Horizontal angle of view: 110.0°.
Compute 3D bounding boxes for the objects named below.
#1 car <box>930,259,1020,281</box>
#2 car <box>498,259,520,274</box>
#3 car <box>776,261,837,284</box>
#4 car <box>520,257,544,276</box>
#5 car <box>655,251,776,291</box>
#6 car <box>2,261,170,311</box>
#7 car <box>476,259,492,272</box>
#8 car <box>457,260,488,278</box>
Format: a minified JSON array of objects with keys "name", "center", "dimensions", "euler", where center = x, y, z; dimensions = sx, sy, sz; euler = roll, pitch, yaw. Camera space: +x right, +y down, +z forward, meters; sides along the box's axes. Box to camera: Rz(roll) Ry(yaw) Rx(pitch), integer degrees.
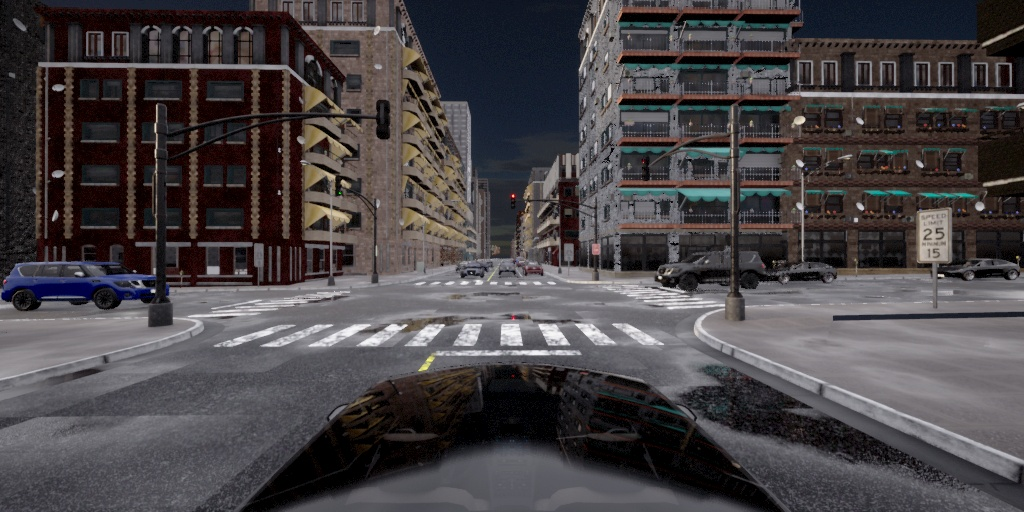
[{"name":"car","center":[29.262,0.832,22.681],"dimensions":[4.313,1.339,1.948],"euler":[0,0,-1]},{"name":"car","center":[-0.531,1.305,40.356],"dimensions":[2.033,1.411,5.357],"euler":[0,0,-1]},{"name":"car","center":[17.936,1.014,22.564],"dimensions":[4.313,1.339,1.948],"euler":[0,0,-1]},{"name":"car","center":[2.118,1.197,36.740],"dimensions":[1.967,1.591,4.097],"euler":[0,0,-1]},{"name":"car","center":[10.750,0.774,19.552],"dimensions":[5.566,2.045,2.150],"euler":[-1,0,-4]},{"name":"car","center":[-18.657,1.244,15.855],"dimensions":[5.566,2.045,2.150],"euler":[-1,0,-1]},{"name":"car","center":[-3.783,1.360,43.532],"dimensions":[1.895,1.301,4.718],"euler":[0,0,-1]},{"name":"car","center":[-3.619,1.320,33.638],"dimensions":[1.994,1.385,4.181],"euler":[0,0,-1]}]
